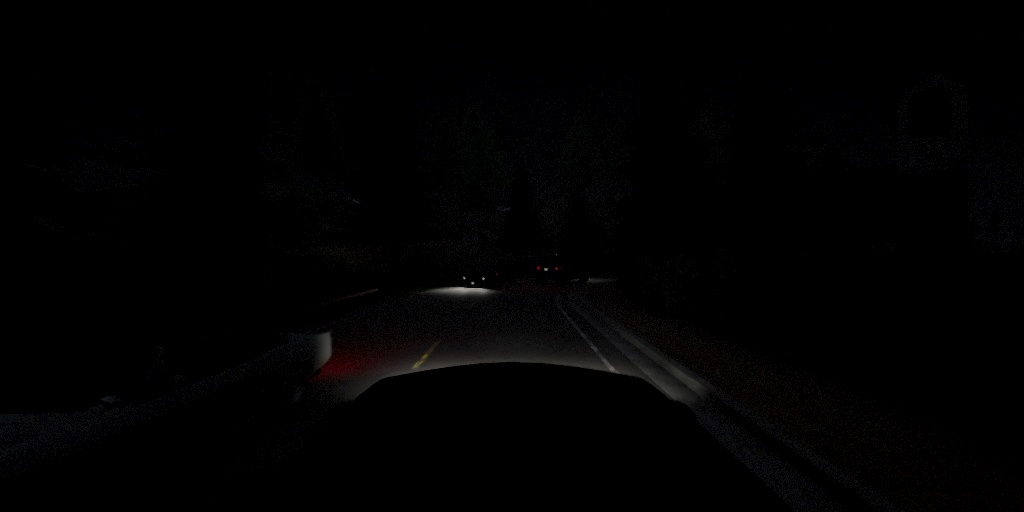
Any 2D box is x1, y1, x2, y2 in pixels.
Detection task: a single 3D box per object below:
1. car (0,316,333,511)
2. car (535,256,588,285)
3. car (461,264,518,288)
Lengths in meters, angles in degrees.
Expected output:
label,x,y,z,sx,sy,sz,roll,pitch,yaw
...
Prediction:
label,x,y,z,sx,sy,sz,roll,pitch,yaw
car,-3.598,1.317,3.118,1.895,1.301,4.718,1,0,0
car,3.762,0.993,26.514,2.150,2.045,5.566,-1,-1,33
car,-1.333,1.272,24.298,2.033,1.411,5.357,0,0,24
